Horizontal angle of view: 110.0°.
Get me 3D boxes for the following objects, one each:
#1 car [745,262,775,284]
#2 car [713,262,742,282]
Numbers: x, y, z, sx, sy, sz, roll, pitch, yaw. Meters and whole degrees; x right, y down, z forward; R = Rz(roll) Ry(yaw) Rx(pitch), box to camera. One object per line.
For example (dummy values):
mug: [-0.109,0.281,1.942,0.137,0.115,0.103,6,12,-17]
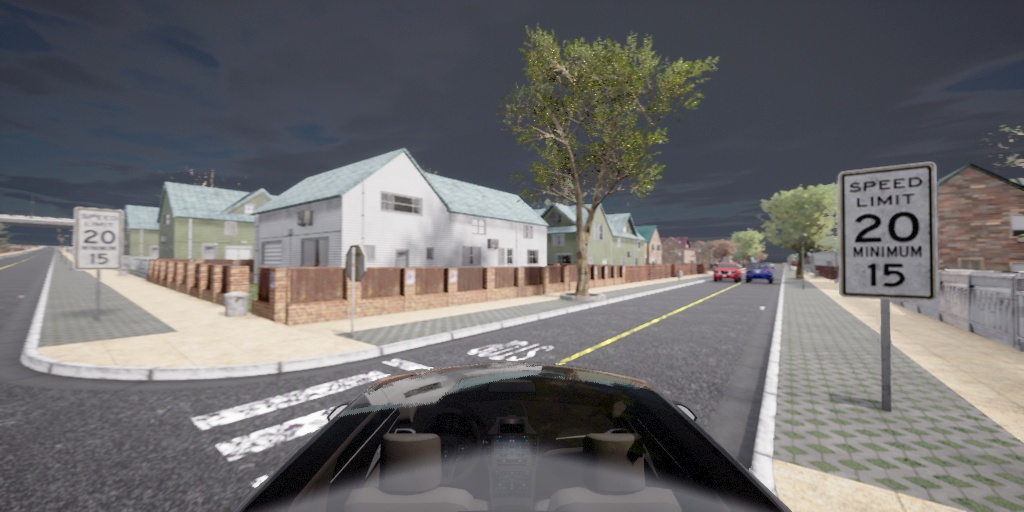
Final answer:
car: [25.043,1.667,36.243,2.150,2.045,5.566,0,-1,38]
car: [23.094,1.695,38.343,2.150,2.045,5.566,0,-1,37]
